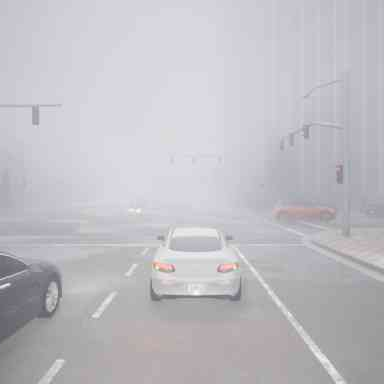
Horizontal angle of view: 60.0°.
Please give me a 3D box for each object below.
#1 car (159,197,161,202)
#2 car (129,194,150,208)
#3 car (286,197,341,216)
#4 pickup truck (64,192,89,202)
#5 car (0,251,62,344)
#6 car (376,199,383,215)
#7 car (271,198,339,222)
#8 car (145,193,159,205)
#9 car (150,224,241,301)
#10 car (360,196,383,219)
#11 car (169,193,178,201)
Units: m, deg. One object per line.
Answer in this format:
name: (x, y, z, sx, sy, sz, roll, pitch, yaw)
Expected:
car: (-8.088, 1.546, 74.016, 1.994, 1.385, 4.181, 0, 0, -1)
car: (-7.820, 1.491, 47.950, 2.128, 1.511, 4.902, 0, 0, -1)
car: (11.772, 1.352, 32.482, 4.553, 1.767, 2.097, 0, 0, 0)
pickup truck: (-24.658, 1.058, 70.241, 2.390, 2.098, 6.274, 0, 0, 30)
car: (-3.436, 1.505, 4.538, 1.837, 1.490, 4.892, 0, 0, 0)
car: (20.998, 1.478, 32.548, 5.008, 1.535, 1.882, 0, 0, 0)
car: (8.503, 1.352, 25.515, 4.553, 1.767, 2.097, 0, 0, 4)
car: (-7.978, 1.222, 61.286, 2.150, 2.045, 5.566, 0, 0, 0)
car: (0.078, 1.526, 8.188, 1.812, 1.442, 4.674, 0, 0, 0)
car: (17.711, 1.221, 29.026, 5.566, 2.045, 2.150, 0, 0, 0)
car: (-4.747, 1.225, 85.462, 2.150, 2.045, 5.566, 0, 0, -1)
